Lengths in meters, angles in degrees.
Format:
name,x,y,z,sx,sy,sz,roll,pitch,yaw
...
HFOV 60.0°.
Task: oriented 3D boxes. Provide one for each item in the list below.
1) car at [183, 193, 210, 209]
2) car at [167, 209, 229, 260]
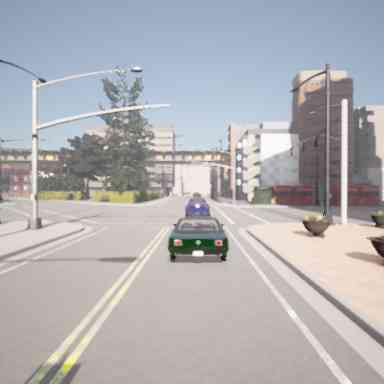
name,x,y,z,sx,sy,sz,roll,pitch,yaw
car,0.489,1.223,29.753,2.097,1.767,4.553,0,0,1
car,0.231,1.536,12.149,1.895,1.301,4.718,0,0,1
